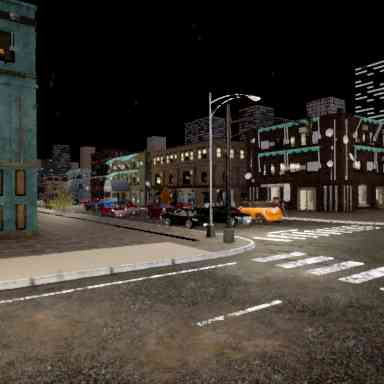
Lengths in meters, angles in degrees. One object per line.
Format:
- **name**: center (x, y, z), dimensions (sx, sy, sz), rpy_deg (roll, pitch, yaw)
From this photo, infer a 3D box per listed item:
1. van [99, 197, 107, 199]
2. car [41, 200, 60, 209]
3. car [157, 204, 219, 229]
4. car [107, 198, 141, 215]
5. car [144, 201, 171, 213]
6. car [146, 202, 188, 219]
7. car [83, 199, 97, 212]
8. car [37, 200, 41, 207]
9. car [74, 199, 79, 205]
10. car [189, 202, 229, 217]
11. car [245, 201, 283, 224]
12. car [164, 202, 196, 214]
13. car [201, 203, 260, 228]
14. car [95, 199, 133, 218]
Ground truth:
- **van**: center (-14.260, 1.908, 58.083), dimensions (1.690, 1.788, 3.998), rpy_deg (-1, 0, -35)
- **car**: center (-24.195, 2.234, 57.618), dimensions (1.752, 1.417, 4.829), rpy_deg (-1, 0, -35)
- **car**: center (-0.381, 1.815, 23.774), dimensions (1.947, 1.339, 4.313), rpy_deg (-1, 0, -35)
- **car**: center (-7.819, 1.765, 38.995), dimensions (2.097, 1.767, 4.553), rpy_deg (-1, 0, -35)
- **car**: center (-4.659, 1.967, 44.531), dimensions (1.802, 1.307, 4.206), rpy_deg (-1, 0, -35)
- **car**: center (-2.663, 1.875, 31.710), dimensions (1.994, 1.385, 4.181), rpy_deg (-1, 0, -35)
- **car**: center (-13.798, 2.075, 47.502), dimensions (2.033, 1.411, 5.357), rpy_deg (-1, 0, -35)
- **car**: center (-30.690, 2.377, 66.793), dimensions (2.008, 1.369, 4.403), rpy_deg (-1, 0, -35)
- **car**: center (-27.049, 2.365, 76.154), dimensions (1.947, 1.339, 4.313), rpy_deg (-1, 0, -35)
- **car**: center (1.736, 1.810, 35.496), dimensions (2.008, 1.369, 4.403), rpy_deg (-2, 0, -35)
- **car**: center (4.881, 1.532, 26.462), dimensions (2.097, 1.767, 4.553), rpy_deg (-1, 0, -35)
- **car**: center (-1.462, 1.904, 40.014), dimensions (1.802, 1.307, 4.206), rpy_deg (-2, 0, -35)
- **car**: center (2.447, 1.735, 24.495), dimensions (1.812, 1.442, 4.674), rpy_deg (-1, 0, -37)
- **car**: center (-8.303, 1.847, 35.169), dimensions (1.967, 1.590, 4.097), rpy_deg (-1, 0, -35)
